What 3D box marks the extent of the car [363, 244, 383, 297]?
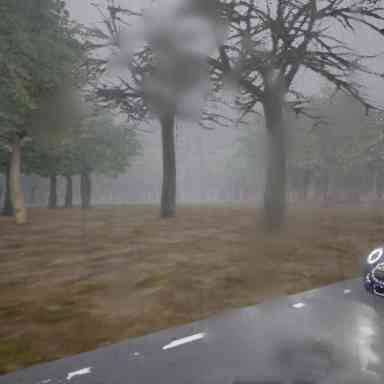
[{"bbox_3d":[5.805,1.323,7.326,4.553,1.767,2.097,0,0,-34],"label":"car"}]
